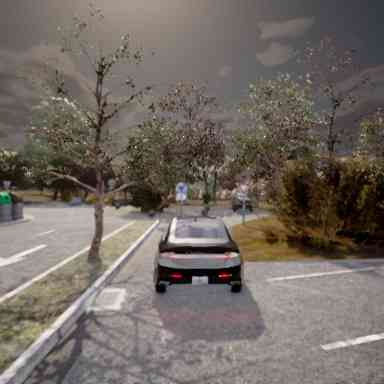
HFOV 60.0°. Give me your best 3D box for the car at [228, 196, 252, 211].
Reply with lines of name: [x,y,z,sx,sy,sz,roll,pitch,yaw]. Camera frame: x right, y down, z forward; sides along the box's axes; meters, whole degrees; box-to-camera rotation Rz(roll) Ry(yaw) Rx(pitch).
car: [4.932,1.141,34.212,1.837,1.490,4.892,2,1,-1]

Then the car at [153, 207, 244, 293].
car: [0.109,1.360,8.507,2.128,1.511,4.902,0,1,-1]
